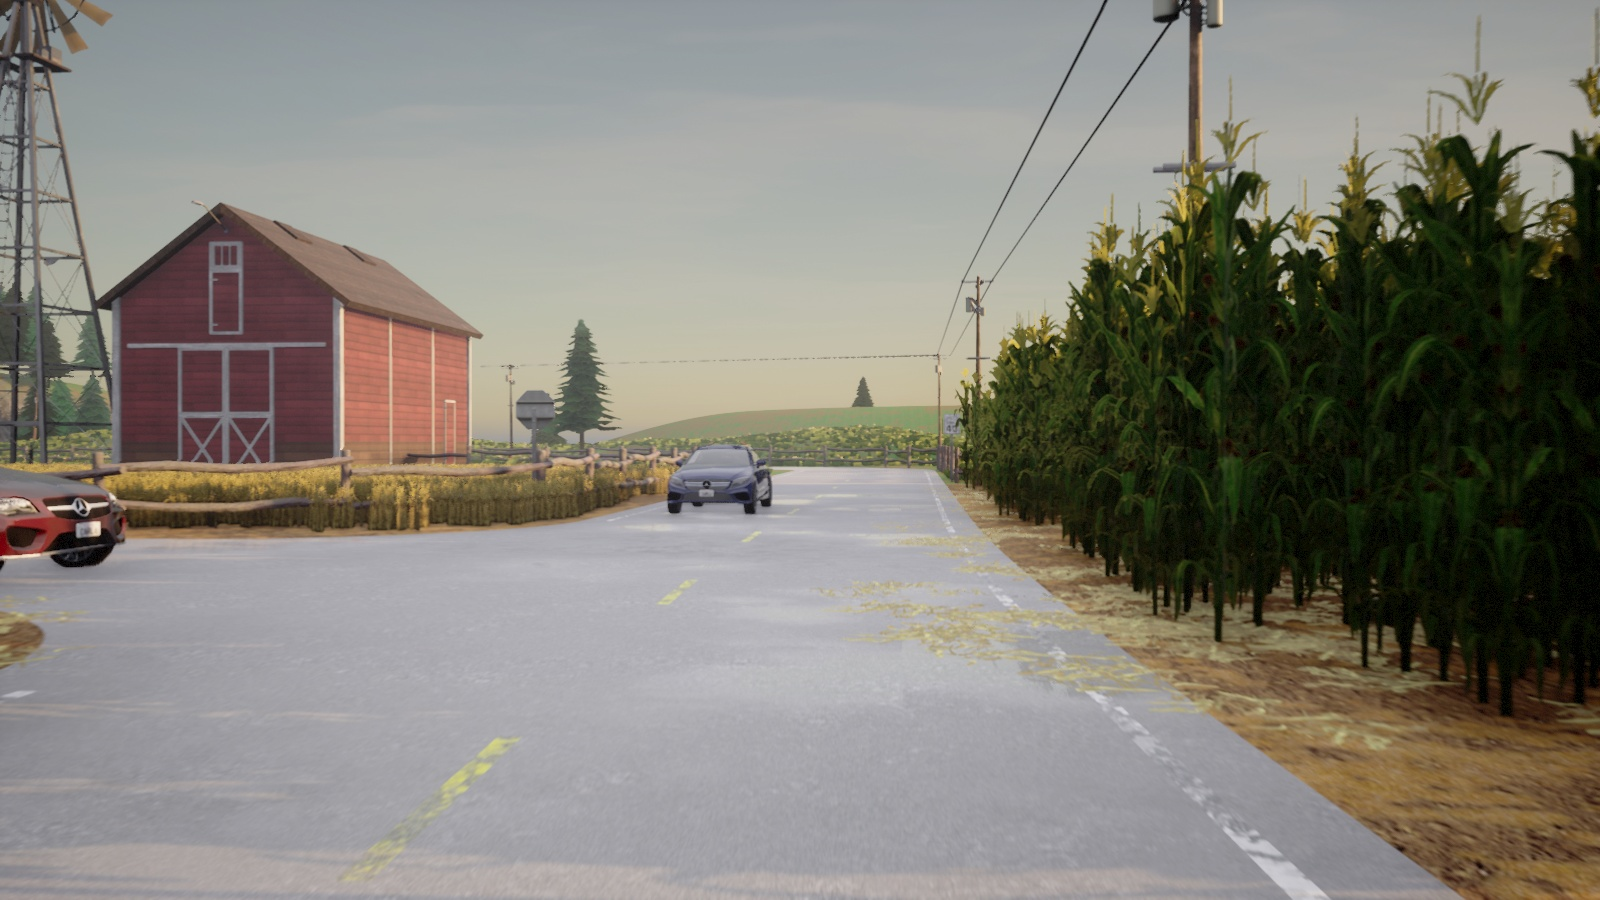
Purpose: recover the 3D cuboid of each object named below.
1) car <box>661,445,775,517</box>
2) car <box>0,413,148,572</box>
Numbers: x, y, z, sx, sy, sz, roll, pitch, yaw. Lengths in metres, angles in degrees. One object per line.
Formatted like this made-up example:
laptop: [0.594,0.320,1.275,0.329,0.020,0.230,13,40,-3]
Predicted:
car: [-1.699,0.605,27.703,1.812,1.442,4.674,0,0,5]
car: [-10.452,0.430,14.275,5.027,1.651,2.152,0,0,5]
